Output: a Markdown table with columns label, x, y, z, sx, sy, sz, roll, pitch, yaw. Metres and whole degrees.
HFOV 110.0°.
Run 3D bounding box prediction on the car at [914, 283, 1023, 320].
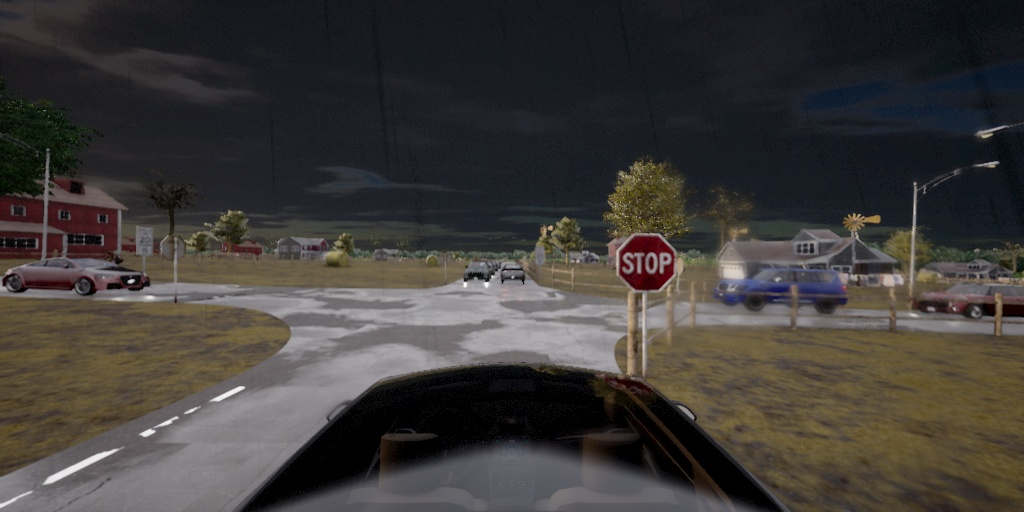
| label | x | y | z | sx | sy | sz | roll | pitch | yaw |
| --- | --- | --- | --- | --- | --- | --- | --- | --- | --- |
| car | 22.572 | 2.105 | 17.360 | 4.553 | 1.767 | 2.097 | 2 | 0 | 0 |

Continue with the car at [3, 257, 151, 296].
| label | x | y | z | sx | sy | sz | roll | pitch | yaw |
| --- | --- | --- | --- | --- | --- | --- | --- | --- | --- |
| car | -17.178 | 0.757 | 14.308 | 4.181 | 1.385 | 1.994 | 2 | 0 | 0 |

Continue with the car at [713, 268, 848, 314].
| label | x | y | z | sx | sy | sz | roll | pitch | yaw |
| --- | --- | --- | --- | --- | --- | --- | --- | --- | --- |
| car | 12.860 | 1.589 | 17.341 | 5.566 | 2.045 | 2.150 | 2 | 0 | 0 |

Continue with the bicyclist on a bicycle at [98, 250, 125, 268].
| label | x | y | z | sx | sy | sz | roll | pitch | yaw |
| --- | --- | --- | --- | --- | --- | --- | --- | --- | --- |
| bicyclist on a bicycle | -22.645 | 0.481 | 20.282 | 0.582 | 1.620 | 1.656 | 2 | 0 | 0 |

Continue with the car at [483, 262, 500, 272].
| label | x | y | z | sx | sy | sz | roll | pitch | yaw |
| --- | --- | --- | --- | --- | --- | --- | --- | --- | --- |
| car | -2.901 | 1.527 | 51.158 | 2.033 | 1.411 | 5.357 | 0 | 0 | 0 |

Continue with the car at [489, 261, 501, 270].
| label | x | y | z | sx | sy | sz | roll | pitch | yaw |
| --- | --- | --- | --- | --- | --- | --- | --- | --- | --- |
| car | -2.846 | 1.540 | 61.479 | 1.837 | 1.490 | 4.892 | 0 | 0 | 0 |

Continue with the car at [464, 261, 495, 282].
| label | x | y | z | sx | sy | sz | roll | pitch | yaw |
| --- | --- | --- | --- | --- | --- | --- | --- | --- | --- |
| car | -2.891 | 1.232 | 30.938 | 2.097 | 1.767 | 4.553 | 0 | 0 | 0 |

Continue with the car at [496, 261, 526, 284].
| label | x | y | z | sx | sy | sz | roll | pitch | yaw |
| --- | --- | --- | --- | --- | --- | --- | --- | --- | --- |
| car | 0.065 | 1.361 | 28.666 | 2.128 | 1.511 | 4.902 | 0 | 0 | 0 |
